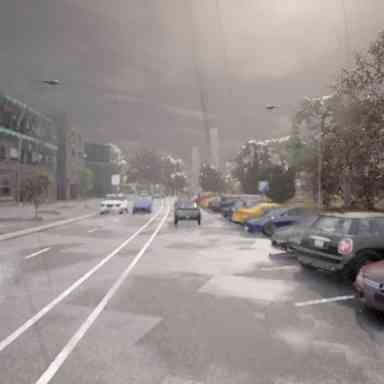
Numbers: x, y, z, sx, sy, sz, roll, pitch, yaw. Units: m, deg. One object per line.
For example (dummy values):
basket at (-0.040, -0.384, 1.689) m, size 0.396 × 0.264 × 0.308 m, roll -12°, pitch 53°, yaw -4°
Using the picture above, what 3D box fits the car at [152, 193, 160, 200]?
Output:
car at (-8.227, 0.997, 76.149) m, size 1.882 × 1.535 × 5.008 m, roll 0°, pitch 1°, yaw -6°

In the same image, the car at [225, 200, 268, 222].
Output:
car at (4.984, 1.478, 21.125) m, size 5.008 × 1.535 × 2.097 m, roll 1°, pitch 0°, yaw -22°

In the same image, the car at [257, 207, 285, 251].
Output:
car at (5.212, 1.477, 12.209) m, size 4.892 × 1.521 × 2.231 m, roll 1°, pitch 0°, yaw -21°

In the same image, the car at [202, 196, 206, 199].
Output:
car at (4.239, 1.506, 38.936) m, size 5.008 × 1.535 × 2.097 m, roll 1°, pitch 0°, yaw -23°

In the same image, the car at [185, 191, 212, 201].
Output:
car at (1.510, 0.915, 74.510) m, size 5.566 × 2.045 × 2.435 m, roll 0°, pitch 1°, yaw -26°

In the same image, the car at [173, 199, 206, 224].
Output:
car at (-0.362, 1.489, 24.446) m, size 2.128 × 1.511 × 4.902 m, roll 0°, pitch 0°, yaw -2°

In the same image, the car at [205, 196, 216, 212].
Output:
car at (4.408, 1.501, 35.963) m, size 5.008 × 1.535 × 2.097 m, roll 1°, pitch 0°, yaw -23°

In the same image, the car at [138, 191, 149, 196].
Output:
car at (-10.964, 0.782, 75.399) m, size 2.150 × 2.045 × 5.566 m, roll 0°, pitch 1°, yaw -6°

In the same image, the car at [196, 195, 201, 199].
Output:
car at (3.711, 1.524, 47.833) m, size 5.008 × 1.535 × 2.097 m, roll 1°, pitch 0°, yaw -24°

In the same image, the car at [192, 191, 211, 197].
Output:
car at (3.332, 1.261, 53.780) m, size 5.566 × 2.045 × 2.435 m, roll 1°, pitch 0°, yaw -24°

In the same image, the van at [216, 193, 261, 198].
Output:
van at (4.781, 1.265, 30.082) m, size 4.442 × 1.987 × 1.878 m, roll 1°, pitch 0°, yaw -23°

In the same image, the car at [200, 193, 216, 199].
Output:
car at (3.934, 1.393, 44.874) m, size 4.553 × 1.767 × 2.185 m, roll 1°, pitch 0°, yaw -24°

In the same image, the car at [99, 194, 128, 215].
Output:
car at (-7.914, 1.248, 34.157) m, size 2.150 × 2.045 × 5.566 m, roll 0°, pitch 0°, yaw -3°

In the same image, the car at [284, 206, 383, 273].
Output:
car at (5.219, 1.351, 9.234) m, size 4.553 × 1.767 × 2.185 m, roll 1°, pitch 0°, yaw -21°

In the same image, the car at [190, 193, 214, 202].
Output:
car at (2.092, 1.178, 68.595) m, size 4.553 × 1.767 × 2.185 m, roll 0°, pitch 2°, yaw -26°

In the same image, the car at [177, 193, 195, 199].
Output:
car at (-1.143, 1.383, 41.267) m, size 2.097 × 1.767 × 4.553 m, roll 0°, pitch 0°, yaw -3°

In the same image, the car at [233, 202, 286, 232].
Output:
car at (5.044, 1.506, 18.141) m, size 4.792 × 1.488 × 2.163 m, roll 1°, pitch 0°, yaw -22°

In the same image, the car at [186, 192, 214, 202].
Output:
car at (1.757, 0.984, 71.518) m, size 5.566 × 2.045 × 2.435 m, roll 0°, pitch 2°, yaw -26°

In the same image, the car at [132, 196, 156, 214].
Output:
car at (-5.164, 1.502, 35.209) m, size 1.882 × 1.535 × 5.008 m, roll 0°, pitch 0°, yaw -3°

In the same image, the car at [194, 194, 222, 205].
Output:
car at (2.818, 1.333, 59.683) m, size 4.553 × 1.767 × 2.185 m, roll 0°, pitch 1°, yaw -25°

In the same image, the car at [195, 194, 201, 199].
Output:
car at (3.525, 1.524, 50.796) m, size 4.892 × 1.521 × 2.231 m, roll 1°, pitch 1°, yaw -24°

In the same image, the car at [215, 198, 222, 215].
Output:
car at (4.798, 1.485, 27.059) m, size 5.008 × 1.535 × 2.097 m, roll 1°, pitch 0°, yaw -22°

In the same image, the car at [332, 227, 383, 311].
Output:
car at (5.288, 1.519, 6.268) m, size 4.674 × 1.452 × 2.002 m, roll 1°, pitch 0°, yaw -21°

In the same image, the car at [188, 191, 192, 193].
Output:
car at (2.574, 1.166, 62.641) m, size 5.566 × 2.045 × 2.435 m, roll 0°, pitch 1°, yaw -25°

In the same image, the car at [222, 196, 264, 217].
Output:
car at (4.865, 1.355, 24.087) m, size 4.553 × 1.767 × 2.185 m, roll 1°, pitch 0°, yaw -22°

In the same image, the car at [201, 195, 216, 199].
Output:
car at (4.251, 1.512, 41.976) m, size 5.366 × 1.575 × 1.946 m, roll 1°, pitch 0°, yaw -23°
